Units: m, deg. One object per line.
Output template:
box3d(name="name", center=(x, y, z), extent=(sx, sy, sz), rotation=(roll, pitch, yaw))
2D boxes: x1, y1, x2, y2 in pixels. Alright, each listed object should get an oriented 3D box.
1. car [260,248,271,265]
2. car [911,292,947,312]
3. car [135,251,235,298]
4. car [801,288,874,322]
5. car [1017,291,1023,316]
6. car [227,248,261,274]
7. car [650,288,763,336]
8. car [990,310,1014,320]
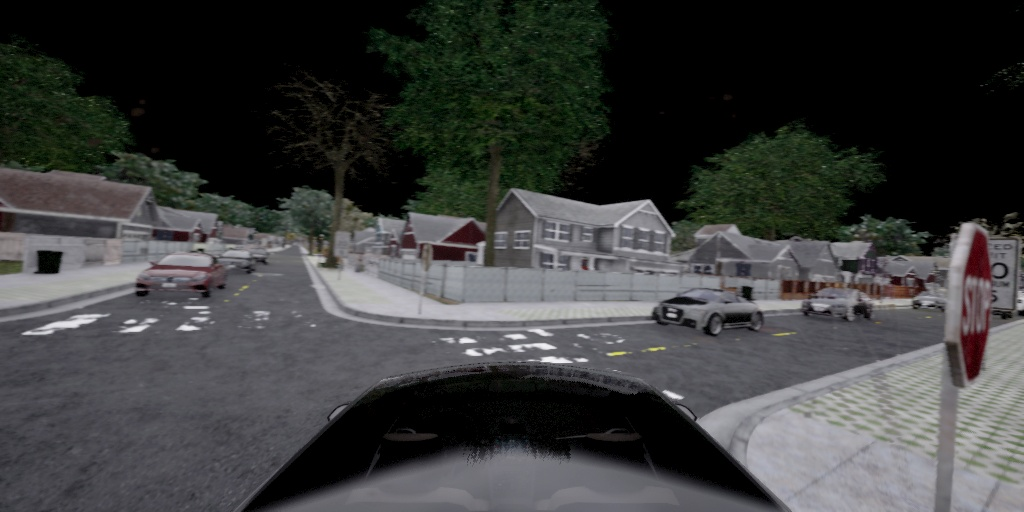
box3d(name="car", center=(-24.643, 0.007, 34.741), extent=(1.837, 1.490, 4.892), rotation=(5, -1, -30))
box3d(name="car", center=(34.466, 3.681, 29.238), extent=(4.902, 1.511, 2.128), rotation=(4, -1, -31))
box3d(name="car", center=(-11.815, 0.597, 13.153), extent=(1.812, 1.442, 4.674), rotation=(5, -1, -31))
box3d(name="car", center=(17.073, 2.474, 18.727), extent=(4.902, 1.511, 2.128), rotation=(4, -1, -31))
box3d(name="car", center=(42.813, 3.961, 31.068), extent=(5.566, 2.045, 2.150), rotation=(4, -1, -31))
box3d(name="car", center=(-17.995, 0.324, 23.539), extent=(1.812, 1.442, 4.674), rotation=(5, -1, -31))
box3d(name="car", center=(6.825, 1.834, 12.479), extent=(4.181, 1.385, 1.994), rotation=(4, -1, -31))
box3d(name="car", center=(34.530, 3.689, 25.970), extent=(4.674, 1.442, 1.812), rotation=(4, -1, -31))
